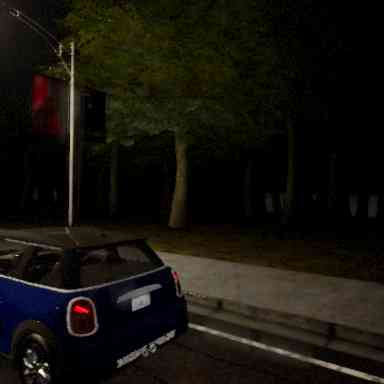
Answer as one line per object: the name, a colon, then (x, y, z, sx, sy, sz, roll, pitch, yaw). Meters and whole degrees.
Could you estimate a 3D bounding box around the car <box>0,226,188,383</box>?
car: (-2.341, 1.330, 5.228, 4.553, 1.767, 2.097, 0, 0, 35)
